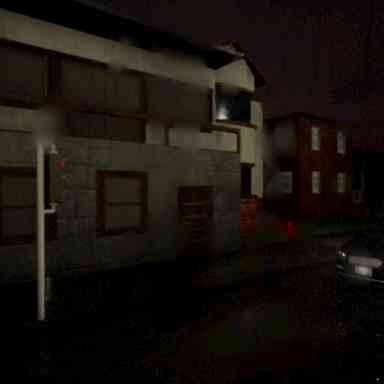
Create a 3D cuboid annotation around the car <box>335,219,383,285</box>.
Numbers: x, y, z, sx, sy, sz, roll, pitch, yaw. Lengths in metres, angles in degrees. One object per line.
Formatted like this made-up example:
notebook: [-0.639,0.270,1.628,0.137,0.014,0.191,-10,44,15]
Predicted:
car: [5.716,1.479,8.916,4.902,1.511,2.128,0,0,-38]
